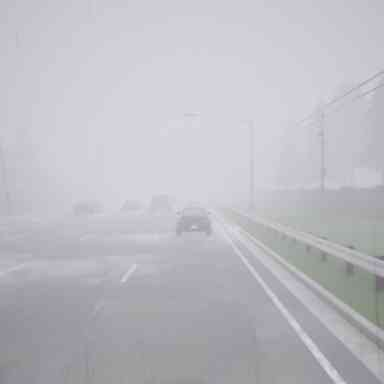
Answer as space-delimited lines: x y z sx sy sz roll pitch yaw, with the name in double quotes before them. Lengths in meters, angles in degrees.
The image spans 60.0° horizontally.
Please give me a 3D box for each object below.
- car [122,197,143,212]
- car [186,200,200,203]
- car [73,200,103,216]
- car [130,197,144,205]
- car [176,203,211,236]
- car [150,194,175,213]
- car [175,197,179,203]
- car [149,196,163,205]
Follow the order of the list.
"car" -6.912 1.548 39.173 2.128 1.511 4.902 0 0 0
"car" 0.088 1.664 42.765 1.895 1.301 4.718 0 0 0
"car" -10.410 1.525 33.674 1.882 1.535 5.008 0 0 0
"car" -10.419 1.617 63.223 1.812 1.442 4.674 0 0 0
"car" 0.097 1.553 18.688 1.812 1.442 4.674 0 0 0
"car" -3.411 1.277 37.645 2.150 2.045 5.566 0 0 0
"car" -3.421 1.620 63.986 1.812 1.442 4.674 0 0 0
"car" -6.920 1.585 63.707 2.128 1.511 4.902 0 0 0
